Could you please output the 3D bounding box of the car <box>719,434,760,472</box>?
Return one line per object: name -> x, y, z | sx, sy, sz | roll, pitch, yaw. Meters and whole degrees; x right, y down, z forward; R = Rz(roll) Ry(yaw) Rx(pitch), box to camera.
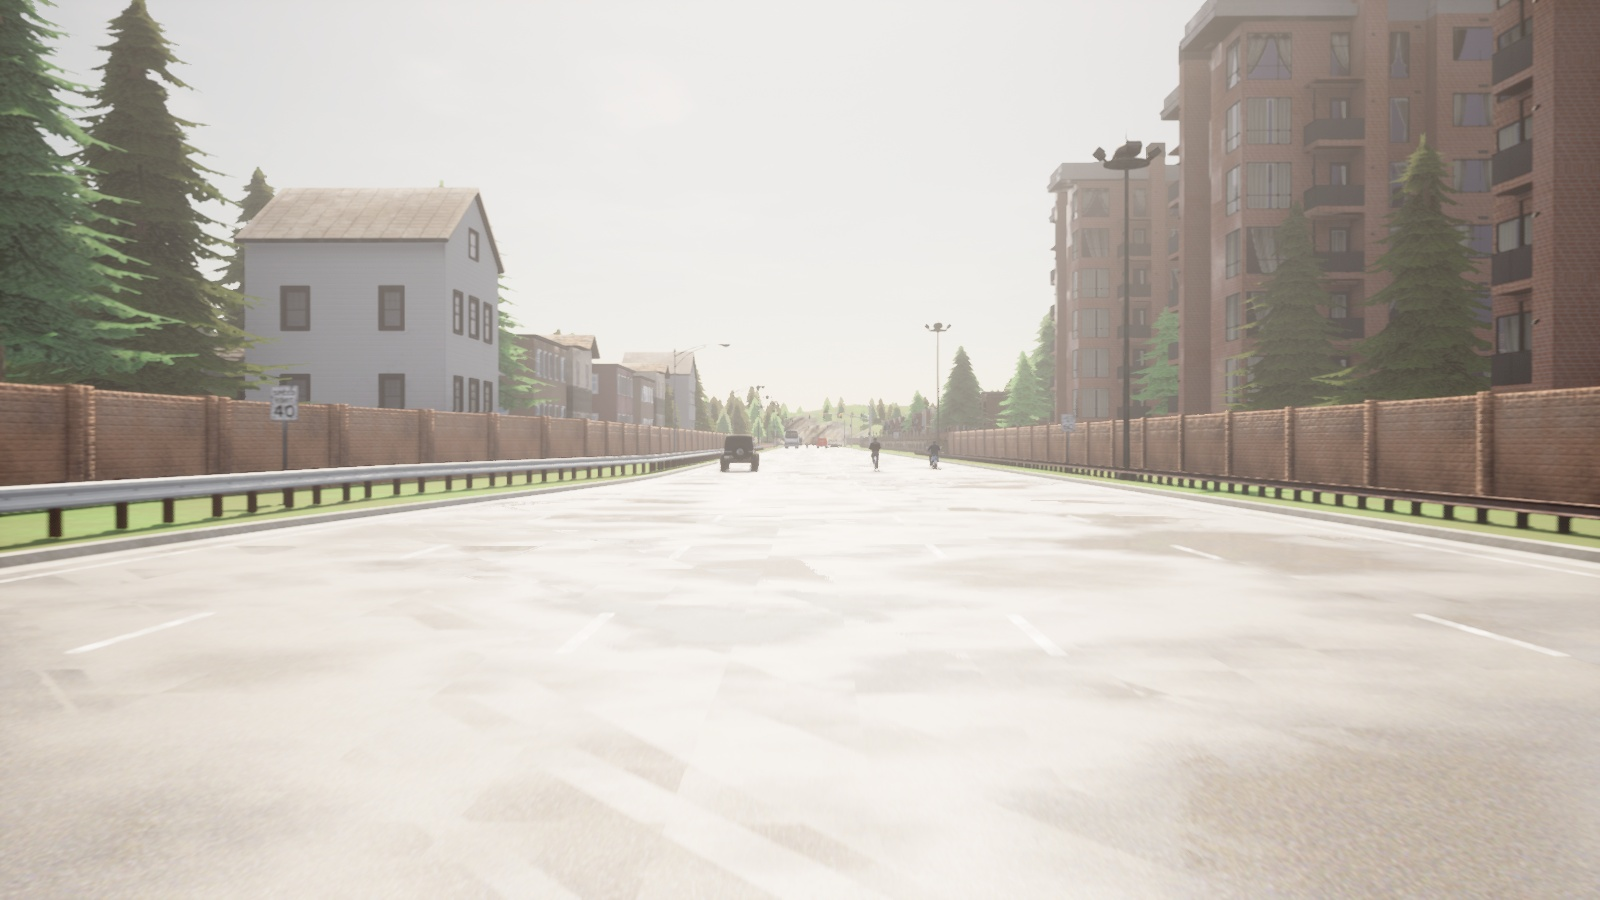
car -> -3.115, 0.141, 65.351 | 1.905, 1.878, 3.866 | 0, 0, 0
